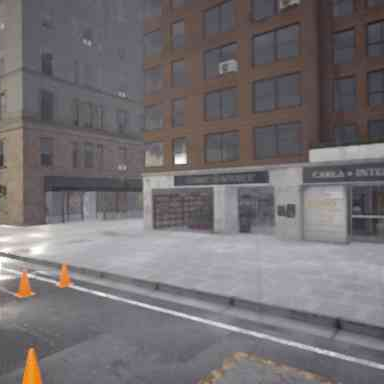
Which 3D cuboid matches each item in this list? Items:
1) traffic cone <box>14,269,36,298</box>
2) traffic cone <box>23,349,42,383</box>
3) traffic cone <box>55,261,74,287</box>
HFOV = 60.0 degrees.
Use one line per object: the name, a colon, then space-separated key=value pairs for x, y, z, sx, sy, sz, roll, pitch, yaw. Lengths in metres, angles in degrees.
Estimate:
traffic cone: x=-3.797 y=2.043 z=7.560 sx=0.340 sy=0.580 sz=0.340 roll=-1 pitch=-1 yaw=36
traffic cone: x=-1.729 y=1.996 z=3.595 sx=0.340 sy=0.580 sz=0.340 roll=-1 pitch=0 yaw=36
traffic cone: x=-3.210 y=2.043 z=8.370 sx=0.340 sy=0.580 sz=0.340 roll=-1 pitch=-1 yaw=36
